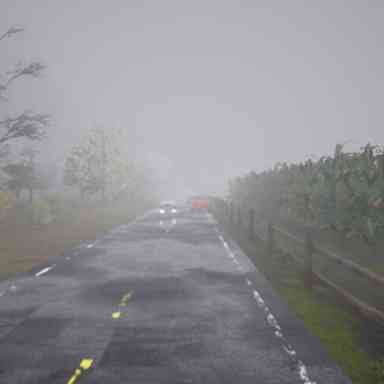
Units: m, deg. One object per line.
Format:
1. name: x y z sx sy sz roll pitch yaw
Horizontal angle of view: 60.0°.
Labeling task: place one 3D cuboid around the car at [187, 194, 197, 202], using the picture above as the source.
1. car: 0.005 1.197 65.174 1.994 1.385 4.181 0 0 0

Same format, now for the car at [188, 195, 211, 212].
1. car: 0.902 1.168 35.745 2.097 1.767 4.553 0 0 1

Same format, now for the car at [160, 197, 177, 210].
1. car: -2.838 1.315 40.310 1.812 1.442 4.674 0 0 0

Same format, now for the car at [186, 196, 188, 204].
1. car: 0.003 1.251 53.730 2.033 1.411 5.357 0 0 0
